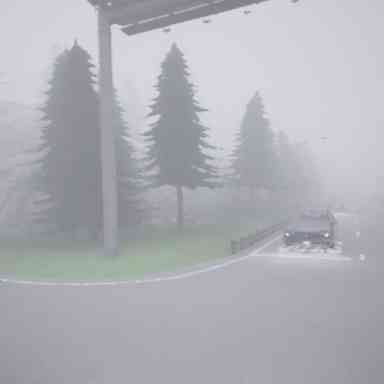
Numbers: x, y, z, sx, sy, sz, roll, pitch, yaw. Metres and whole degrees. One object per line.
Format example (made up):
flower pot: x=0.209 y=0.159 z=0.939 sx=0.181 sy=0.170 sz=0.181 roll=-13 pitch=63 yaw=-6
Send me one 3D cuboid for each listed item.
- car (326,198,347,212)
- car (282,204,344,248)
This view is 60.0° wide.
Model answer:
car: x=16.349 y=1.404 z=37.675 sx=2.128 sy=1.511 sz=4.902 roll=-2 pitch=-1 yaw=25
car: x=5.244 y=1.450 z=14.379 sx=2.033 sy=1.411 sz=5.357 roll=-2 pitch=-1 yaw=25
